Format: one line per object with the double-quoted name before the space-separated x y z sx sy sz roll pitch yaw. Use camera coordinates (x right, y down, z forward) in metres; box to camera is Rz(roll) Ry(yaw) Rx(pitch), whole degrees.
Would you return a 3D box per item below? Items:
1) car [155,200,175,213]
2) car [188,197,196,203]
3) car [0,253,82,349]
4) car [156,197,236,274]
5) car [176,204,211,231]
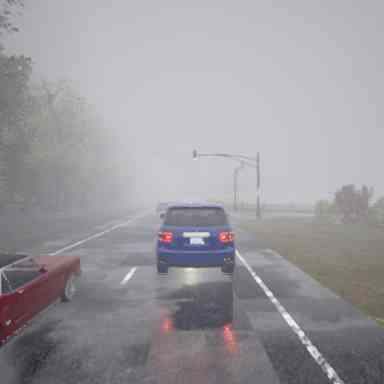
"car" -3.411 1.831 42.247 2.128 1.511 4.902 0 0 0
"car" -0.023 2.264 92.770 2.033 1.411 5.357 0 0 0
"car" -3.403 1.645 5.404 1.895 1.301 4.718 0 0 0
"car" 0.096 1.313 10.953 2.150 2.045 5.566 0 0 0
"car" 0.175 1.679 23.080 2.128 1.511 4.902 0 0 2
